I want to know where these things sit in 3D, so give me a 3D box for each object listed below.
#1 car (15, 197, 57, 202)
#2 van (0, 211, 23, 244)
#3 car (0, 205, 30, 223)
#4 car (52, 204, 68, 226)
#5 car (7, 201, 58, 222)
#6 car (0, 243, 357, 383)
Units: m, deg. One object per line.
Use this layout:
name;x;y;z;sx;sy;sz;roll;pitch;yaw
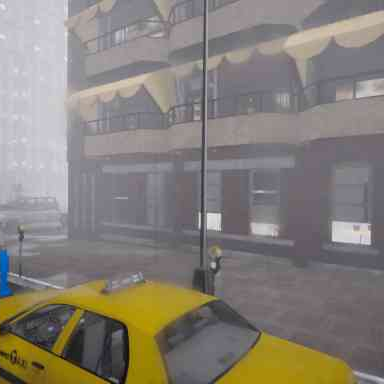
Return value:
car;-13.735;1.339;28.124;2.192;1.841;5.009;1;0;36
van;-5.317;1.339;6.663;3.998;1.788;1.690;0;1;36
car;-12.634;1.673;19.770;1.895;1.301;4.718;1;0;36
car;-6.951;1.686;23.209;1.887;1.381;4.507;1;0;36
car;-12.528;1.653;25.371;1.895;1.301;4.718;1;0;36
car;-0.897;1.525;3.506;4.829;1.417;1.752;0;1;36
